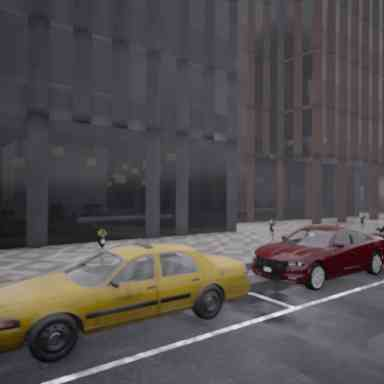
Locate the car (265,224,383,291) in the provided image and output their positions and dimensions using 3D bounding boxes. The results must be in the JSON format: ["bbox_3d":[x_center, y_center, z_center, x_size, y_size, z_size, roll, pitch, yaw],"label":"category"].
[{"bbox_3d":[3.631,1.622,9.242,4.507,1.381,1.887,1,0,-36],"label":"car"}]

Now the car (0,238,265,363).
[{"bbox_3d":[-1.095,1.548,5.869,4.829,1.417,1.752,1,0,-36],"label":"car"}]
